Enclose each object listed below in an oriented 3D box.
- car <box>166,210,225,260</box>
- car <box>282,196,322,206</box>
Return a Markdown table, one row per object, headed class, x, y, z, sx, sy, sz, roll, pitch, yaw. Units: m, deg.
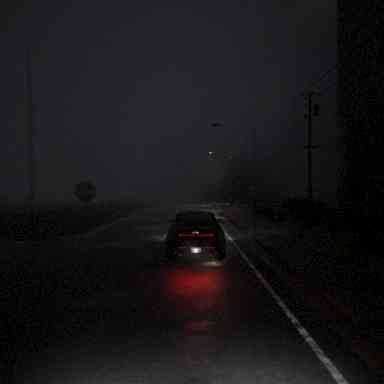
| class | x | y | z | sx | sy | sz | roll | pitch | yaw |
| --- | --- | --- | --- | --- | --- | --- | --- | --- | --- |
| car | 0.121 | 1.431 | 12.101 | 1.837 | 1.490 | 4.892 | 0 | 0 | 0 |
| car | 12.943 | 1.245 | 38.325 | 5.008 | 1.535 | 1.882 | 0 | 0 | 0 |
